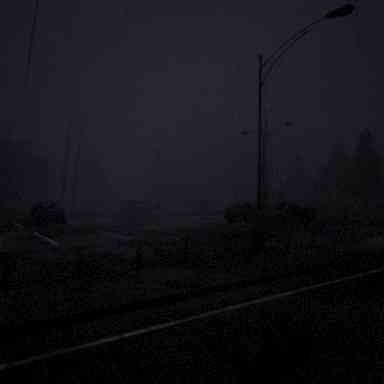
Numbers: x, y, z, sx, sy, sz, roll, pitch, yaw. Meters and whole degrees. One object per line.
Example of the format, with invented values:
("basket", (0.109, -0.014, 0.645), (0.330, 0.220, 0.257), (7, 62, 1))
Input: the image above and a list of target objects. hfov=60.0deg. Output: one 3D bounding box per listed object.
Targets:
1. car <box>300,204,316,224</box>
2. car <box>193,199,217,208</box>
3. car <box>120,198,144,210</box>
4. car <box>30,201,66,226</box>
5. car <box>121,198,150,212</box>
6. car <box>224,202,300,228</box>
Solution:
("car", (6.960, 1.559, 24.819), (2.007, 1.523, 4.514), (1, 0, -36))
("car", (2.138, 1.864, 55.248), (2.128, 1.511, 4.902), (1, -1, -36))
("car", (-8.295, 1.592, 45.915), (1.845, 1.501, 3.633), (1, 0, -36))
("car", (-9.647, 1.374, 22.223), (1.845, 1.501, 3.633), (1, 0, -36))
("car", (-6.365, 1.570, 38.155), (1.970, 1.475, 3.806), (1, 0, -36))
("car", (4.448, 1.516, 22.940), (2.152, 1.636, 5.027), (1, 0, -36))
